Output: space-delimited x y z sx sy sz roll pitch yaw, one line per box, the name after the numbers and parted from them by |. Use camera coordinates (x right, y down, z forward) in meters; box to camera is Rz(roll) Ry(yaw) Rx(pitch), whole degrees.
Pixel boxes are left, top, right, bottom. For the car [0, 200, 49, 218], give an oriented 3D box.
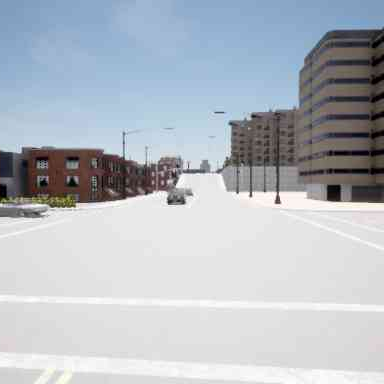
-13.736 1.244 25.904 4.718 1.301 1.895 0 1 14 | car

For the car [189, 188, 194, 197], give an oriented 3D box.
-0.780 0.018 68.876 2.097 1.767 4.553 0 1 2 | car

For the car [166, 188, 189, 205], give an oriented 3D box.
-1.875 0.524 41.708 2.150 2.045 5.566 0 2 2 | car
